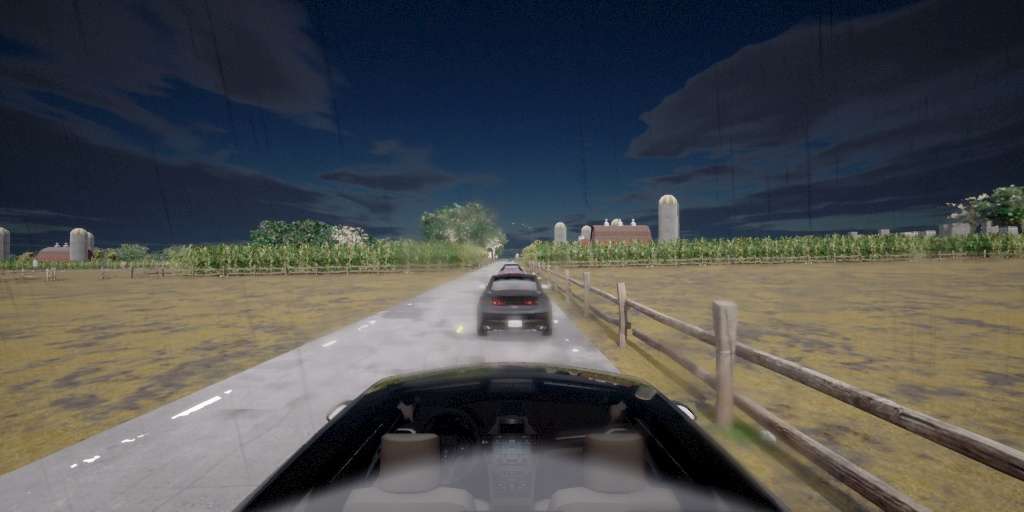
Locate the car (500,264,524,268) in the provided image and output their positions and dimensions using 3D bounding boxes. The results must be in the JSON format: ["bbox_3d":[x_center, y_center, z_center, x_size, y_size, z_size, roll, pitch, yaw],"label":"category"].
[{"bbox_3d":[-0.028,1.295,27.265,1.994,1.385,4.181,0,0,0],"label":"car"}]

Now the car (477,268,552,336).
[{"bbox_3d":[0.058,1.253,10.367,1.837,1.490,4.892,0,0,0],"label":"car"}]
